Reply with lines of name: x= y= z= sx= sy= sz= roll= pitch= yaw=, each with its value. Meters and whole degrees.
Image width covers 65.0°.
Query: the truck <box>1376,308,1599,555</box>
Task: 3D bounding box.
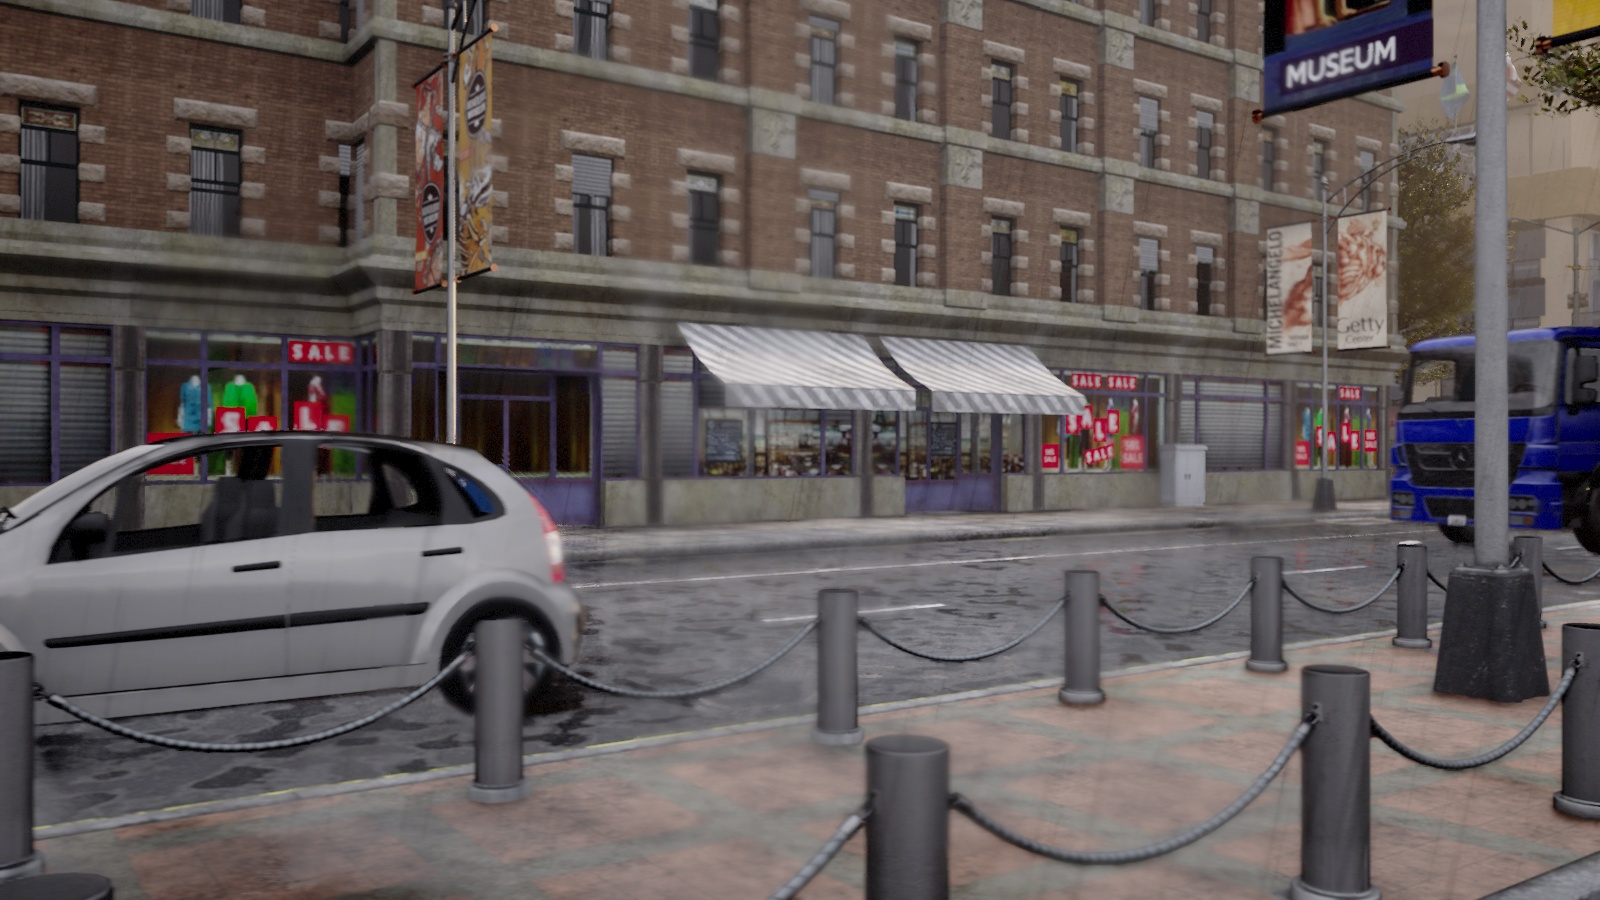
truck: x=13.530 y=-0.265 z=20.418 sx=7.936 sy=3.462 sz=2.891 roll=0 pitch=0 yaw=-22

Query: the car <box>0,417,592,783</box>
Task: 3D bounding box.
car: x=-3.360 y=0.665 z=6.803 sx=3.988 sy=1.617 sz=1.851 roll=0 pitch=0 yaw=-35
